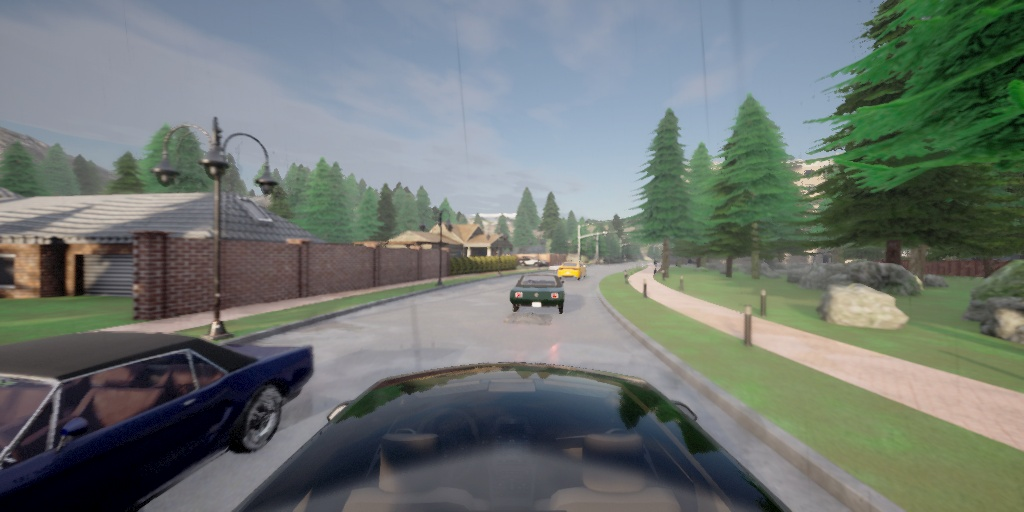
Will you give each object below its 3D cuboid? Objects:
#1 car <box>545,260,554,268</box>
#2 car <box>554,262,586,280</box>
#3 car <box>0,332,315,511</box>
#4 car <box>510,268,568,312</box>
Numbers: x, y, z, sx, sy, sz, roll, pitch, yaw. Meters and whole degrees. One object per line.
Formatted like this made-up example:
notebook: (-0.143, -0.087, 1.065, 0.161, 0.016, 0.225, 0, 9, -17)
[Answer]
car: (5.921, 1.363, 43.310, 1.895, 1.301, 4.718, 0, 0, 24)
car: (5.349, 1.241, 31.632, 1.882, 1.535, 5.008, 0, 0, 19)
car: (-3.482, 1.335, 2.358, 1.895, 1.301, 4.718, 0, 0, 1)
car: (1.142, 1.351, 14.248, 1.895, 1.301, 4.718, 0, 0, 8)
